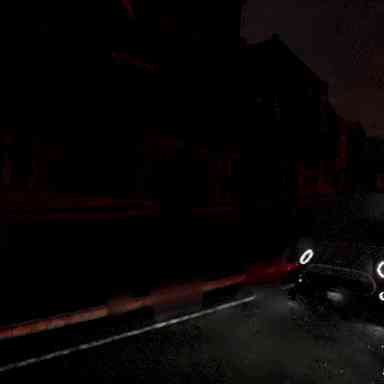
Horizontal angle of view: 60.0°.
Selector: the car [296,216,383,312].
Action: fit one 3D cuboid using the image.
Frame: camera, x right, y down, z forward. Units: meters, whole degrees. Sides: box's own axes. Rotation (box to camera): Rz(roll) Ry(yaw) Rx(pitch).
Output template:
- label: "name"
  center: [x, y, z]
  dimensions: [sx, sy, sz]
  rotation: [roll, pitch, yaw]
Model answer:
- label: "car"
  center: [4.401, 1.396, 7.854]
  dimensions: [4.553, 1.767, 2.097]
  rotation: [0, 0, -42]
